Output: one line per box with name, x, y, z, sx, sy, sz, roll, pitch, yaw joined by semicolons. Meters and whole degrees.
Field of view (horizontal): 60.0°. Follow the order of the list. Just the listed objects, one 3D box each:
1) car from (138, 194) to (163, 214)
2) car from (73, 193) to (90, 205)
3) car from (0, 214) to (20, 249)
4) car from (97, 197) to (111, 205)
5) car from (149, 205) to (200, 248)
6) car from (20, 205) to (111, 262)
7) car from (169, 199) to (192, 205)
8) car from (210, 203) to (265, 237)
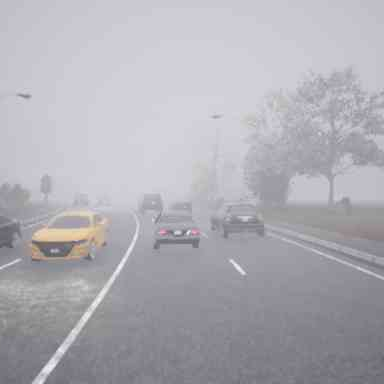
car;-4.445;1.219;35.203;2.150;2.045;5.566;0;0;-14
car;-16.999;1.219;51.069;2.150;2.045;5.566;0;0;-21
car;-7.755;1.488;11.624;1.882;1.535;5.008;0;0;-5
car;-14.316;1.490;53.786;2.128;1.511;4.902;0;0;-22
car;-0.795;1.545;14.781;2.033;1.411;5.357;0;0;-6
car;-4.313;1.482;12.388;1.882;1.535;5.008;0;0;-6
car;-1.369;1.473;37.218;1.882;1.535;5.008;0;0;-14
car;2.288;1.344;18.019;2.097;1.767;4.553;0;0;-7
